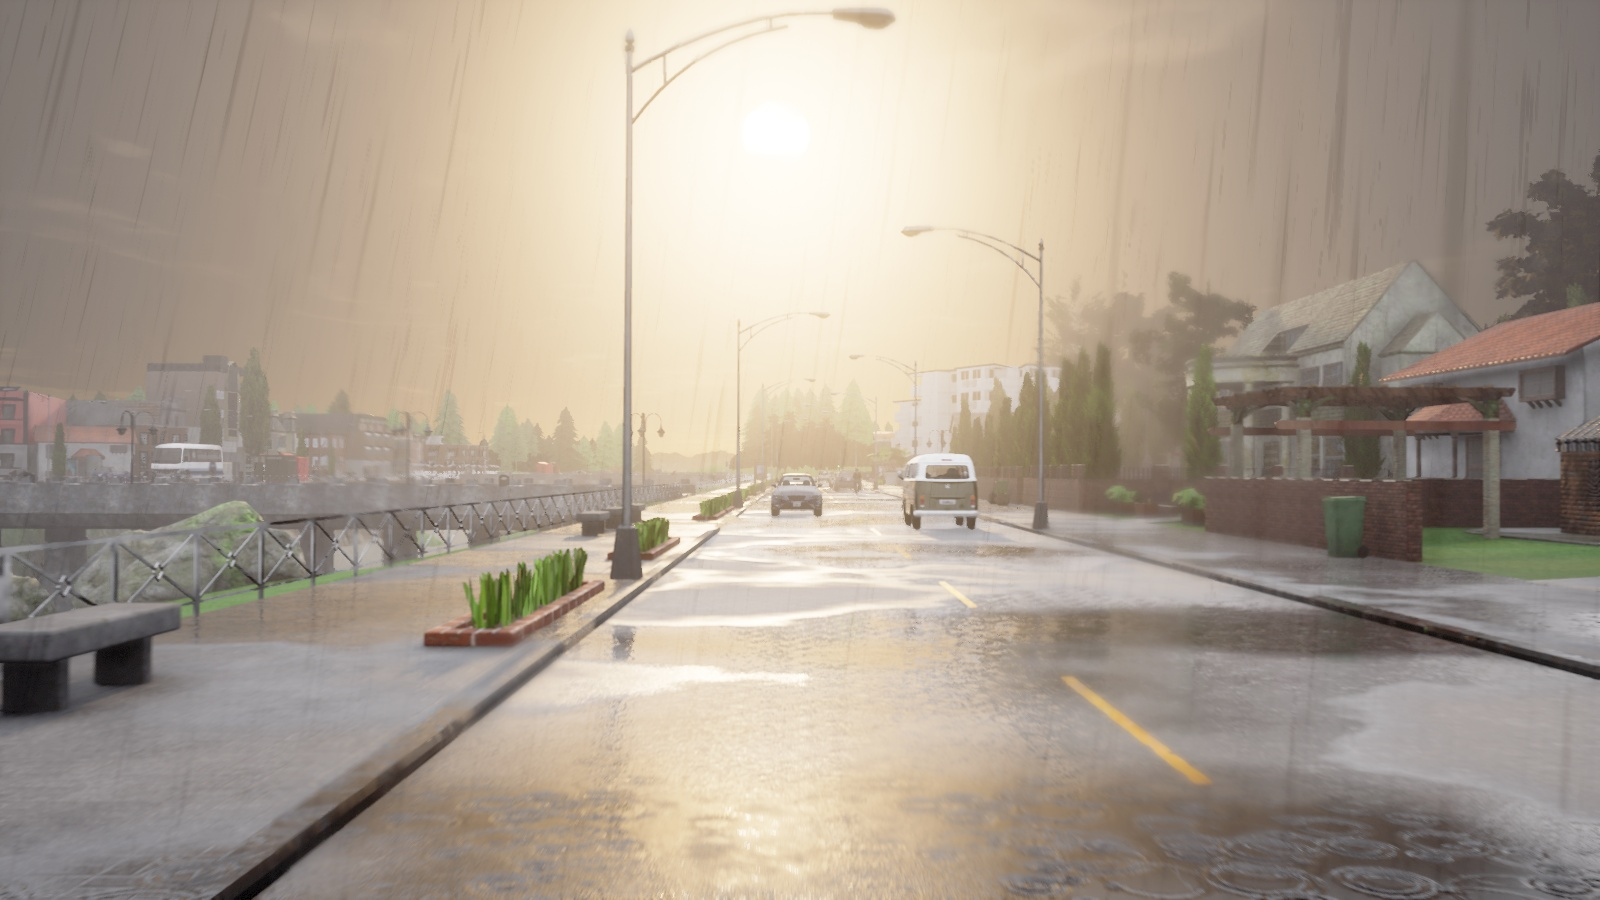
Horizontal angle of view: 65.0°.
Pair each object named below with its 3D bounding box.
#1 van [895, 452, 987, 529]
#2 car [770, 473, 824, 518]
[{"bbox_3d":[3.916,1.118,35.603,2.069,2.038,4.480,0,-1,0],"label":"van"},{"bbox_3d":[-0.104,1.571,44.314,1.816,1.474,4.193,0,-1,0],"label":"car"}]
